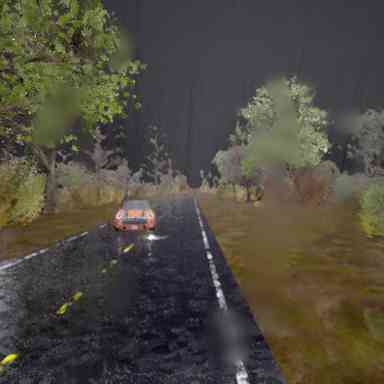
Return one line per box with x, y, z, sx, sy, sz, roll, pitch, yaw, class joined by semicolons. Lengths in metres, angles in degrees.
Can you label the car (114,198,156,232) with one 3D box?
-3.156;1.183;18.914;2.097;1.767;4.553;0;1;-7;car
